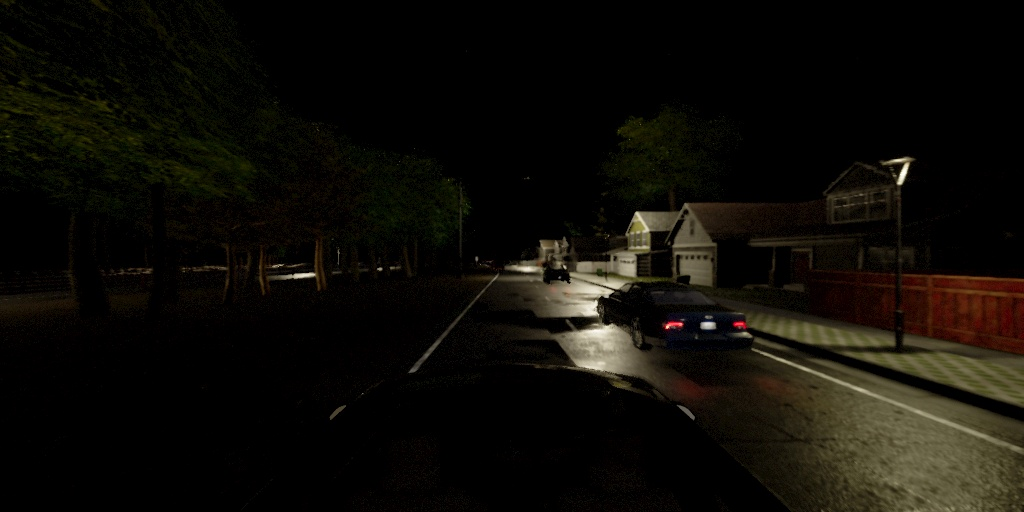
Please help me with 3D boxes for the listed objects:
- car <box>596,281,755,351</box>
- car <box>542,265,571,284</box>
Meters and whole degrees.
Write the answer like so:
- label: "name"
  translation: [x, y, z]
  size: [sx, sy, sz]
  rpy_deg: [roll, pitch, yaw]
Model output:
- label: "car"
  translation: [3.597, 1.339, 9.086]
  size: [2.033, 1.411, 5.357]
  rpy_deg: [0, 0, 0]
- label: "car"
  translation: [3.591, 1.450, 29.415]
  size: [2.128, 1.511, 4.902]
  rpy_deg: [0, -1, 0]
